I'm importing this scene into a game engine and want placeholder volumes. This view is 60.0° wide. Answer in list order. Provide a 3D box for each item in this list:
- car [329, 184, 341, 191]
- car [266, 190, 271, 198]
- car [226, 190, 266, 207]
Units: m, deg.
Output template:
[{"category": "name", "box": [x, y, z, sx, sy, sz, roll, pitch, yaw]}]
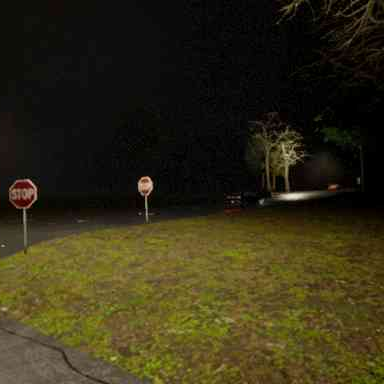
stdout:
[{"category": "car", "box": [35.756, -1.301, 83.194, 2.097, 1.767, 4.553, -3, 0, 35]}, {"category": "car", "box": [11.307, 0.397, 54.408, 1.837, 1.490, 4.892, -3, 1, 35]}, {"category": "car", "box": [5.247, 0.682, 33.540, 2.128, 1.511, 4.902, -3, 0, 35]}]
